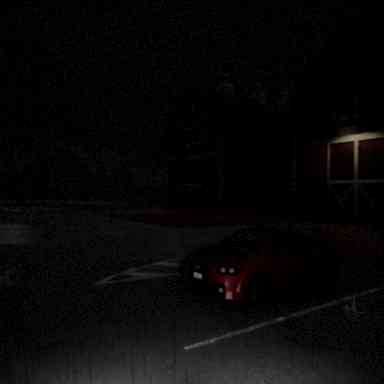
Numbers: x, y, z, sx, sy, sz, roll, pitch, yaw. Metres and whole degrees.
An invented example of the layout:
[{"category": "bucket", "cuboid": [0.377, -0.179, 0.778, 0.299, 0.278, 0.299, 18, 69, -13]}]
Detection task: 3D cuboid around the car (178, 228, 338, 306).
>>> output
[{"category": "car", "cuboid": [1.731, 1.604, 8.181, 4.181, 1.381, 1.994, 1, 0, -36]}]
